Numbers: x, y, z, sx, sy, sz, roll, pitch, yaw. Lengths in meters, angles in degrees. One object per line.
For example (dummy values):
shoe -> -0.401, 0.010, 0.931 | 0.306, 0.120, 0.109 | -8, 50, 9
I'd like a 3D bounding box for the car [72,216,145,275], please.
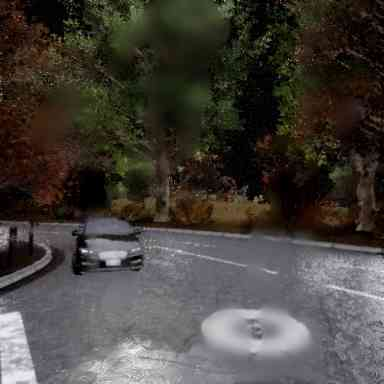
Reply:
car -> -2.792, 1.566, 10.884 | 2.128, 1.511, 4.902 | 1, -1, -18
